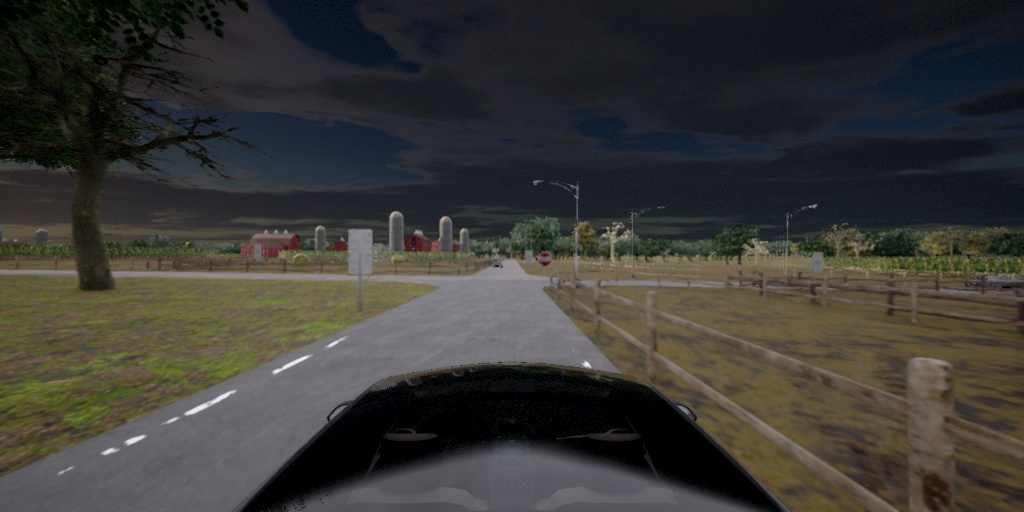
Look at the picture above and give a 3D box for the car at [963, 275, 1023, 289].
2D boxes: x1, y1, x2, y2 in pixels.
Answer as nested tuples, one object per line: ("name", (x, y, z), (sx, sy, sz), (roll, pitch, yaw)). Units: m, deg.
("car", (46.307, 2.541, 34.387), (4.181, 1.385, 1.994), (2, 1, 0))
